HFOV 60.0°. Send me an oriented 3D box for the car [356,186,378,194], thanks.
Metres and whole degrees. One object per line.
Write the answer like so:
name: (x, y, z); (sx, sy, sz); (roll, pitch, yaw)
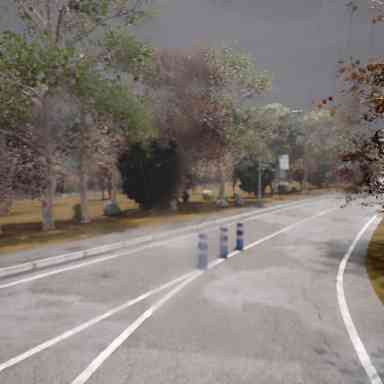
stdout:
car: (22.583, -0.503, 43.012); (1.994, 1.385, 4.181); (-1, 3, 41)
